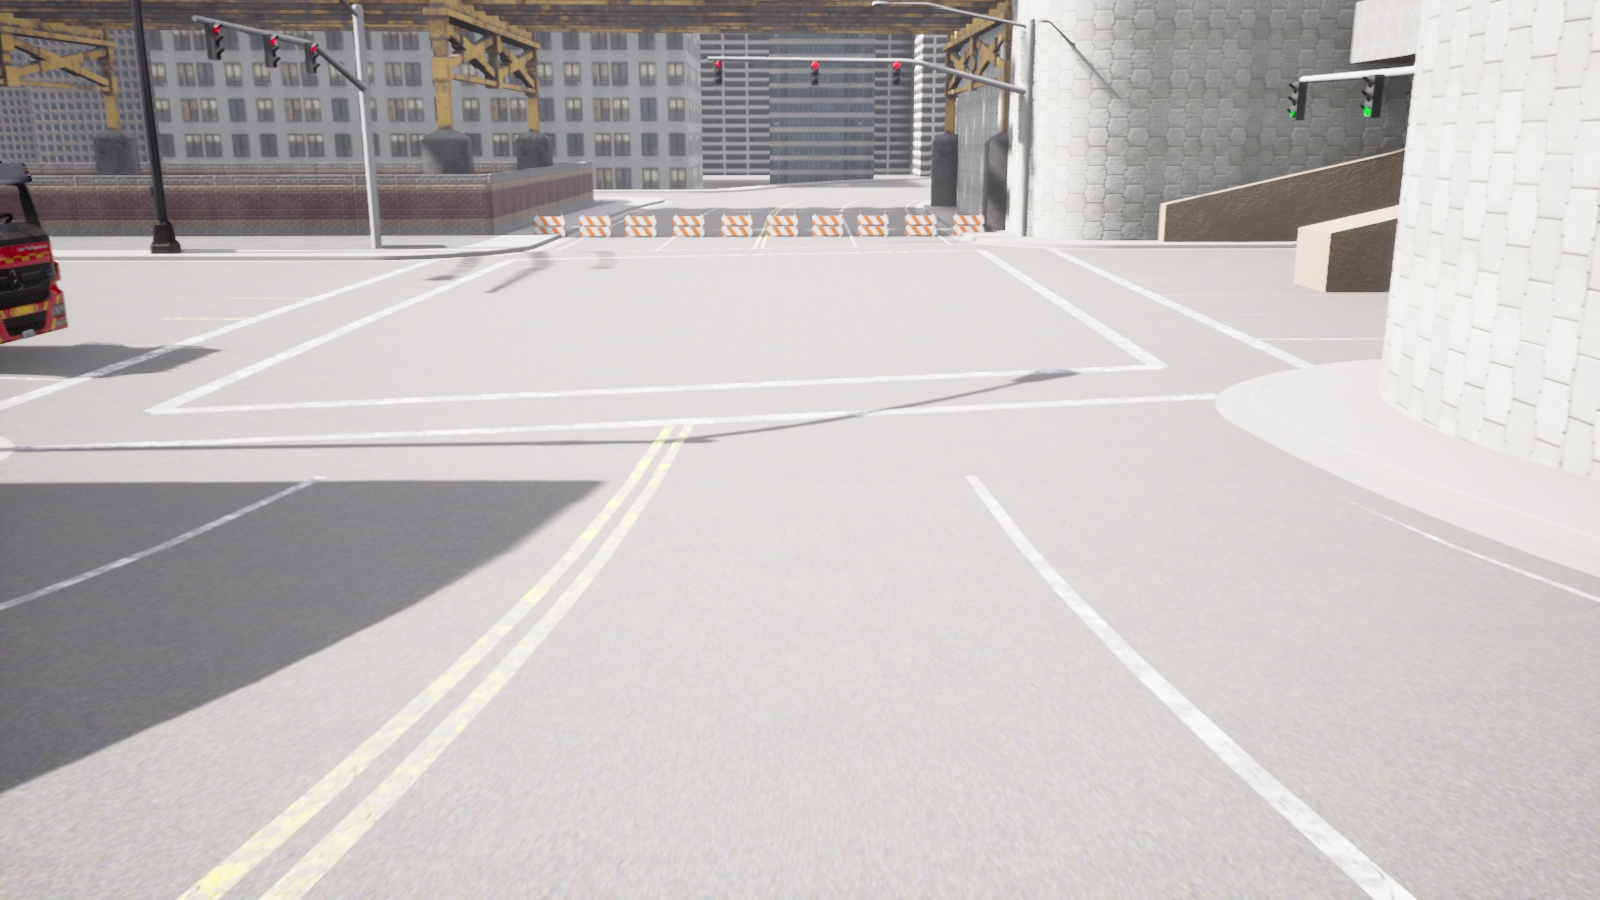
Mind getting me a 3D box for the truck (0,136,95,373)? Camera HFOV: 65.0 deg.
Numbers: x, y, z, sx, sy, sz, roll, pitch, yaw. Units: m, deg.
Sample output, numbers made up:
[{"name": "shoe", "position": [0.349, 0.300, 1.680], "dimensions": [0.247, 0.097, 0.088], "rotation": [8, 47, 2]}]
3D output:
[{"name": "truck", "position": [-17.550, -3.483, 21.866], "dimensions": [8.468, 3.827, 2.891], "rotation": [0, 14, 1]}]
